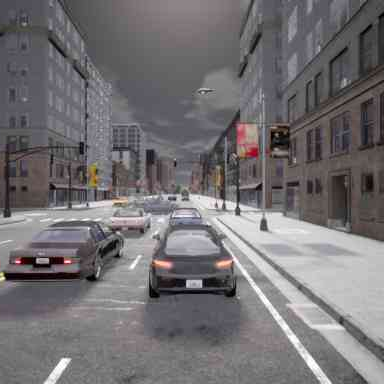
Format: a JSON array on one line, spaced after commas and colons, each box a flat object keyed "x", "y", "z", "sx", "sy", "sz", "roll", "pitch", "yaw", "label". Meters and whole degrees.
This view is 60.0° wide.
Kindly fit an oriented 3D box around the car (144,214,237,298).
[{"x": -0.038, "y": 1.527, "z": 8.429, "sx": 1.812, "sy": 1.442, "sz": 4.674, "roll": 0, "pitch": 0, "yaw": -2, "label": "car"}]

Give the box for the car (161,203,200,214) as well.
[{"x": -0.333, "y": 1.552, "z": 18.016, "sx": 2.033, "sy": 1.411, "sz": 5.357, "roll": 0, "pitch": 0, "yaw": -1, "label": "car"}]

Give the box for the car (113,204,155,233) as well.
[{"x": -3.513, "y": 1.606, "z": 19.432, "sx": 1.895, "sy": 1.301, "sz": 4.718, "roll": 0, "pitch": 0, "yaw": -1, "label": "car"}]

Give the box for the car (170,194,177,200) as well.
[{"x": -5.058, "y": 1.395, "z": 90.702, "sx": 1.837, "sy": 1.490, "sz": 4.892, "roll": 0, "pitch": 0, "yaw": -1, "label": "car"}]

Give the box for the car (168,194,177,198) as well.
[{"x": -4.847, "y": 1.500, "z": 80.285, "sx": 1.882, "sy": 1.535, "sz": 5.008, "roll": 0, "pitch": 0, "yaw": -1, "label": "car"}]

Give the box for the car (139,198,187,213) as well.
[{"x": -2.863, "y": 1.573, "z": 33.784, "sx": 4.181, "sy": 1.385, "sz": 1.994, "roll": 0, "pitch": 0, "yaw": -1, "label": "car"}]

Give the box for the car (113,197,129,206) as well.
[{"x": -10.859, "y": 1.499, "z": 51.494, "sx": 1.882, "sy": 1.535, "sz": 5.008, "roll": 0, "pitch": 0, "yaw": -1, "label": "car"}]

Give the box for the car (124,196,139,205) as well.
[{"x": -11.011, "y": 1.550, "z": 60.716, "sx": 1.812, "sy": 1.442, "sz": 4.674, "roll": 0, "pitch": 0, "yaw": -1, "label": "car"}]

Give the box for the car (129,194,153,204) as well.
[{"x": -7.577, "y": 1.512, "z": 50.021, "sx": 2.128, "sy": 1.511, "sz": 4.902, "roll": 0, "pitch": 0, "yaw": -1, "label": "car"}]

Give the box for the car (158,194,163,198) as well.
[{"x": -7.874, "y": 1.551, "z": 69.244, "sx": 2.128, "sy": 1.511, "sz": 4.902, "roll": 0, "pitch": 0, "yaw": -1, "label": "car"}]

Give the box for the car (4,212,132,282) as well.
[{"x": -3.314, "y": 1.549, "z": 9.767, "sx": 2.033, "sy": 1.411, "sz": 5.357, "roll": 0, "pitch": 0, "yaw": -1, "label": "car"}]

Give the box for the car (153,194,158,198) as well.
[{"x": -7.748, "y": 1.515, "z": 59.374, "sx": 2.128, "sy": 1.511, "sz": 4.902, "roll": 0, "pitch": 0, "yaw": -1, "label": "car"}]

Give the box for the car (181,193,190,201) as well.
[{"x": -1.606, "y": 1.618, "z": 80.797, "sx": 1.895, "sy": 1.301, "sz": 4.718, "roll": 0, "pitch": 0, "yaw": -1, "label": "car"}]

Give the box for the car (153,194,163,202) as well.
[{"x": -8.081, "y": 1.368, "z": 79.475, "sx": 2.097, "sy": 1.767, "sz": 4.553, "roll": 0, "pitch": 0, "yaw": -1, "label": "car"}]
